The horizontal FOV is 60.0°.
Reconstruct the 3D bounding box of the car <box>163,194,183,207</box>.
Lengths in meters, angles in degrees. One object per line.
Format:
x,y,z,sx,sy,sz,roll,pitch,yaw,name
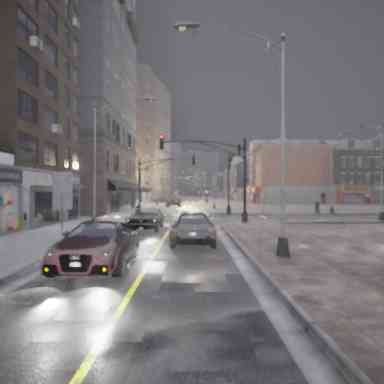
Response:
-2.801,1.337,51.315,2.150,2.045,5.566,0,-1,0,car

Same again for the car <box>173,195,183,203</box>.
-2.732,1.288,67.039,1.882,1.535,5.008,0,0,0,car

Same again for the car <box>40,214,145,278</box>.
-2.818,1.583,10.079,1.994,1.385,4.181,0,0,1,car

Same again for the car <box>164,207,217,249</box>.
0.055,1.593,14.774,1.994,1.385,4.181,0,0,0,car

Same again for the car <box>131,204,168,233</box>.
-2.745,1.640,20.188,1.895,1.301,4.718,0,0,0,car

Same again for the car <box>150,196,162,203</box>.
-7.322,1.734,76.684,4.674,1.442,1.812,0,0,9,car
